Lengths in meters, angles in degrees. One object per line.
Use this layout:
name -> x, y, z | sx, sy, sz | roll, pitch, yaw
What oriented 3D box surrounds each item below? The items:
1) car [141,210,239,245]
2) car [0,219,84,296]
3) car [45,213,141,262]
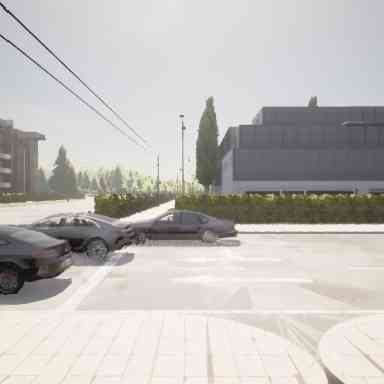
car -> -0.628, 1.547, 15.078 | 5.357, 1.411, 2.033 | 0, 0, 0
car -> -5.289, 1.525, 8.017 | 4.674, 1.442, 1.812 | 0, 0, -1
car -> -4.452, 1.491, 11.530 | 4.902, 1.511, 2.128 | 0, 0, -1
